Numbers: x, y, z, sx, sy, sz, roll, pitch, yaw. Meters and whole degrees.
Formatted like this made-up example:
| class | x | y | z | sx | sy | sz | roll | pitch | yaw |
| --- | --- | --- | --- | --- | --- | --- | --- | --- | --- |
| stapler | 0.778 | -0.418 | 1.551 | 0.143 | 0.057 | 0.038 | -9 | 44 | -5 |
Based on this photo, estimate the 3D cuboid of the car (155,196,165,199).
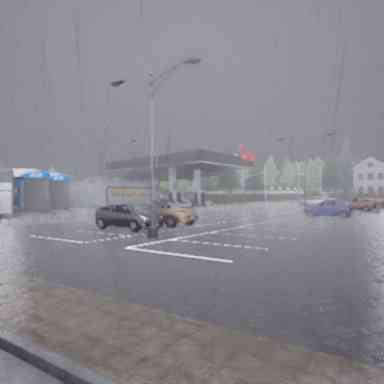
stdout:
| class | x | y | z | sx | sy | sz | roll | pitch | yaw |
| --- | --- | --- | --- | --- | --- | --- | --- | --- | --- |
| car | -6.591 | 1.918 | 72.795 | 2.242 | 1.667 | 4.611 | -1 | 0 | 36 |

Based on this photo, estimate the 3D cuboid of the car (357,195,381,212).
| class | x | y | z | sx | sy | sz | roll | pitch | yaw |
| --- | --- | --- | --- | --- | --- | --- | --- | --- | --- |
| car | 17.094 | 1.357 | 35.405 | 4.514 | 1.523 | 2.007 | -1 | 0 | 36 |

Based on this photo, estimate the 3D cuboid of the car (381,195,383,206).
| class | x | y | z | sx | sy | sz | roll | pitch | yaw |
| --- | --- | --- | --- | --- | --- | --- | --- | --- | --- |
| car | 24.999 | 1.149 | 45.059 | 4.605 | 1.855 | 1.932 | -1 | 0 | 36 |

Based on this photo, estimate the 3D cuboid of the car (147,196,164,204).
| class | x | y | z | sx | sy | sz | roll | pitch | yaw |
| --- | --- | --- | --- | --- | --- | --- | --- | --- | --- |
| car | -8.617 | 1.803 | 79.634 | 1.905 | 1.878 | 3.866 | -1 | 0 | 36 |

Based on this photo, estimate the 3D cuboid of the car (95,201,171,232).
| class | x | y | z | sx | sy | sz | roll | pitch | yaw |
| --- | --- | --- | --- | --- | --- | --- | --- | --- | --- |
| car | -3.799 | 1.472 | 19.722 | 4.514 | 1.523 | 2.007 | -1 | 0 | 36 |

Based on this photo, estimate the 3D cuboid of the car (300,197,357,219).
| class | x | y | z | sx | sy | sz | roll | pitch | yaw |
| --- | --- | --- | --- | --- | --- | --- | --- | --- | --- |
| car | 11.180 | 1.380 | 27.351 | 3.633 | 1.501 | 1.845 | -1 | 0 | 36 |

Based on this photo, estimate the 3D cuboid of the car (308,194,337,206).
| class | x | y | z | sx | sy | sz | roll | pitch | yaw |
| --- | --- | --- | --- | --- | --- | --- | --- | --- | --- |
| car | 20.572 | 1.201 | 52.346 | 3.866 | 1.878 | 1.905 | -1 | 0 | 36 |

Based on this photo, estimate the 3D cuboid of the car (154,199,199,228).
| class | x | y | z | sx | sy | sz | roll | pitch | yaw |
| --- | --- | --- | --- | --- | --- | --- | --- | --- | --- |
| car | -1.996 | 1.463 | 22.289 | 5.027 | 1.636 | 2.152 | -1 | 0 | 36 |

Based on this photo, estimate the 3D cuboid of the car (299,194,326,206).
| class | x | y | z | sx | sy | sz | roll | pitch | yaw |
| --- | --- | --- | --- | --- | --- | --- | --- | --- | --- |
| car | 18.123 | 1.491 | 50.017 | 3.806 | 1.475 | 1.970 | -1 | 0 | 36 |
